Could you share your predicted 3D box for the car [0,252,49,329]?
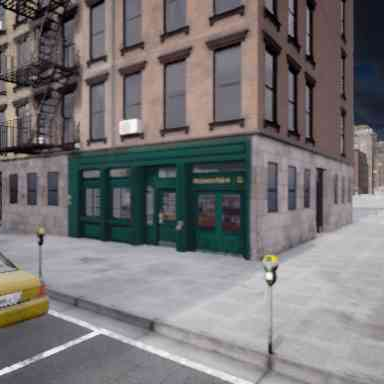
[{"bbox_3d":[-4.562,1.517,6.098,4.829,1.417,1.752,0,0,36],"label":"car"}]
